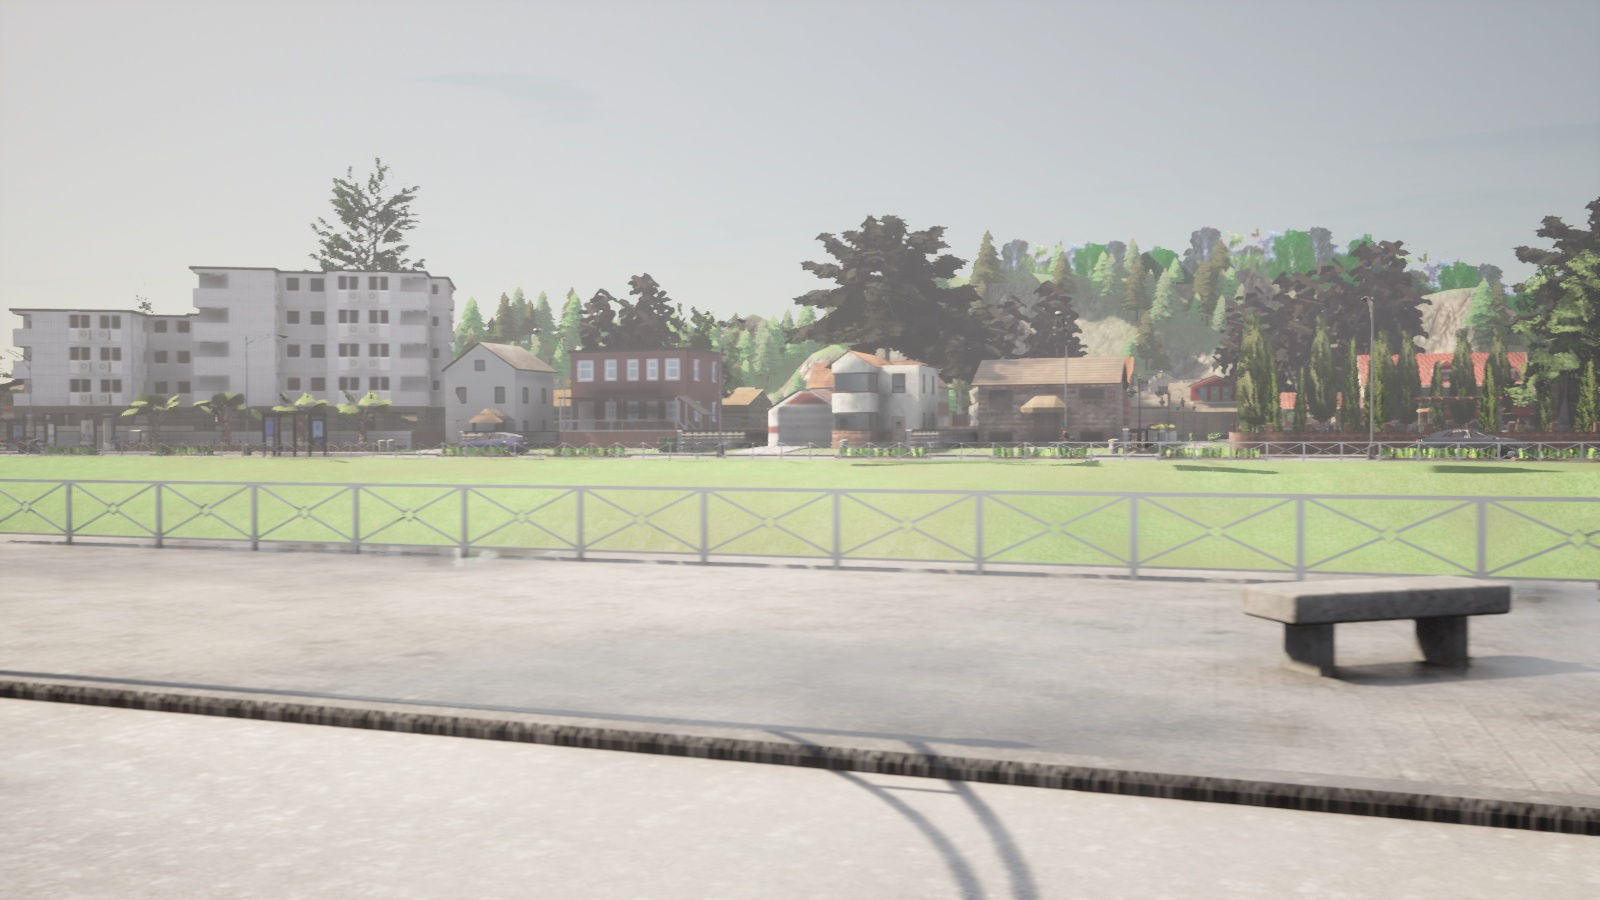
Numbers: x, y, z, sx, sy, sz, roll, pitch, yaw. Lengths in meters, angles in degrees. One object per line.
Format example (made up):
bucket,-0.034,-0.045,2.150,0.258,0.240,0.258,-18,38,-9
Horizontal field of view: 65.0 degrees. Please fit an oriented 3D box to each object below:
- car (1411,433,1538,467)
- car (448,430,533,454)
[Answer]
car,31.209,-0.033,58.297,4.902,1.511,2.128,1,1,19
car,-19.630,-0.523,79.634,4.792,1.488,2.163,1,1,19
